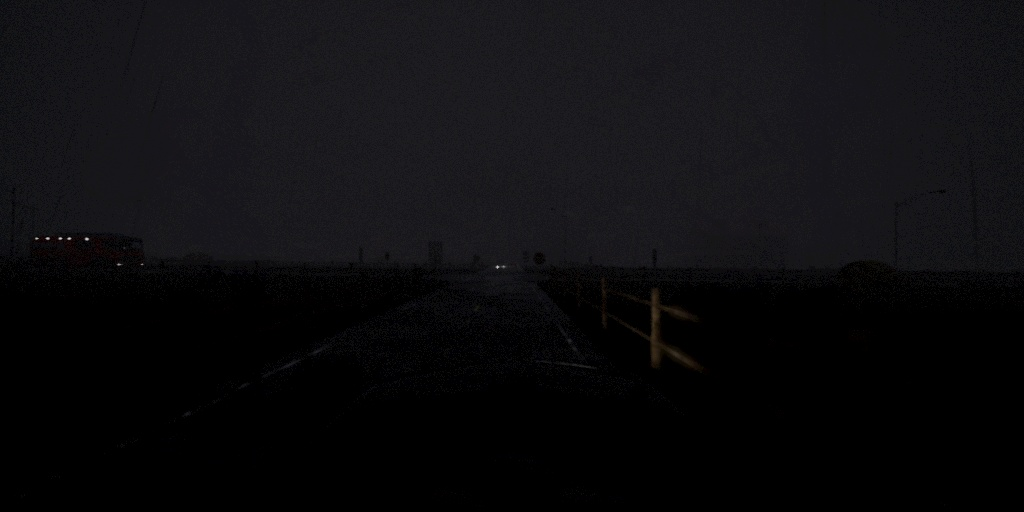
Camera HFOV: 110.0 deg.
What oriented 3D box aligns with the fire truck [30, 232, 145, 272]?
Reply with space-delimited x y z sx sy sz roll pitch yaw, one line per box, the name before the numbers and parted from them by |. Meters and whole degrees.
fire truck | -42.050 -0.387 35.722 8.468 3.827 2.891 1 -1 0
